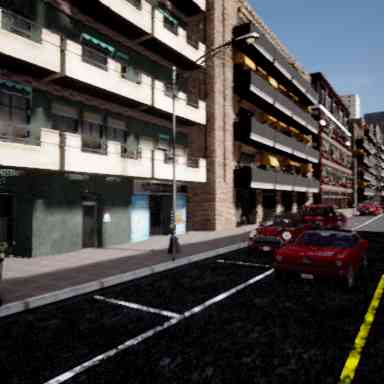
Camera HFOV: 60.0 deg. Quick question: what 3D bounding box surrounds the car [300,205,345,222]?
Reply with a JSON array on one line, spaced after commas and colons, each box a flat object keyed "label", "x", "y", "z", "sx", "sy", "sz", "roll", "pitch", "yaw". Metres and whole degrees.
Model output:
[{"label": "car", "x": 7.224, "y": 1.718, "z": 19.577, "sx": 2.192, "sy": 1.841, "sz": 5.009, "roll": -1, "pitch": -1, "yaw": 34}]

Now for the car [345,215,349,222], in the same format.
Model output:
[{"label": "car", "x": 10.367, "y": 2.070, "z": 24.250, "sx": 1.802, "sy": 1.307, "sz": 4.206, "roll": -1, "pitch": -1, "yaw": 34}]

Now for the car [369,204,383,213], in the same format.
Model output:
[{"label": "car", "x": 29.225, "y": 2.541, "z": 52.318, "sx": 1.887, "sy": 1.381, "sz": 4.507, "roll": -1, "pitch": -1, "yaw": 34}]

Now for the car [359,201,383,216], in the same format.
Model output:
[{"label": "car", "x": 22.938, "y": 2.142, "z": 42.967, "sx": 2.192, "sy": 1.841, "sz": 5.009, "roll": -1, "pitch": -1, "yaw": 34}]

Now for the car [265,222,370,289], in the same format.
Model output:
[{"label": "car", "x": 4.063, "y": 1.809, "z": 10.043, "sx": 1.895, "sy": 1.301, "sz": 4.718, "roll": -1, "pitch": -2, "yaw": 34}]

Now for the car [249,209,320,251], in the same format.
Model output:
[{"label": "car", "x": 4.081, "y": 1.758, "z": 14.897, "sx": 1.967, "sy": 1.590, "sz": 4.097, "roll": -1, "pitch": -1, "yaw": 34}]
